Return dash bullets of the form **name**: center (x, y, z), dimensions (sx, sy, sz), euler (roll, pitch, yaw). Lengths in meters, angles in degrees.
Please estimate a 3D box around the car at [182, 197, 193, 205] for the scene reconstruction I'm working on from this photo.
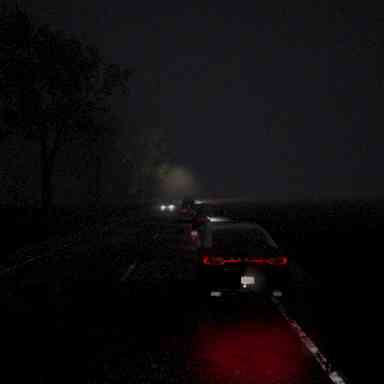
- **car**: center (-0.820, 1.613, 61.895), dimensions (1.994, 1.385, 4.181), euler (0, 0, -1)

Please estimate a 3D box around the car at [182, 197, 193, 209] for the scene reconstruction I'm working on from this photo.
- **car**: center (-0.478, 1.631, 46.929), dimensions (1.895, 1.301, 4.718), euler (0, 0, -1)

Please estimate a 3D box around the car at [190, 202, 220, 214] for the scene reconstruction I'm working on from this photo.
- **car**: center (0.942, 1.511, 18.631), dimensions (1.837, 1.490, 4.892), euler (0, 0, -1)

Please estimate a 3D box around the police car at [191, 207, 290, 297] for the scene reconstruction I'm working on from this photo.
- **police car**: center (1.015, 1.426, 8.732), dimensions (1.930, 1.638, 5.238), euler (0, 0, 0)

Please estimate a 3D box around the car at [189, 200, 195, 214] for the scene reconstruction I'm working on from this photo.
- **car**: center (0.881, 1.535, 24.637), dimensions (1.812, 1.442, 4.674), euler (0, 0, -1)

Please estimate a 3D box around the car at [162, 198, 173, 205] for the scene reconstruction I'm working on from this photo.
- **car**: center (-4.242, 1.644, 57.650), dimensions (1.895, 1.301, 4.718), euler (0, 0, -1)
